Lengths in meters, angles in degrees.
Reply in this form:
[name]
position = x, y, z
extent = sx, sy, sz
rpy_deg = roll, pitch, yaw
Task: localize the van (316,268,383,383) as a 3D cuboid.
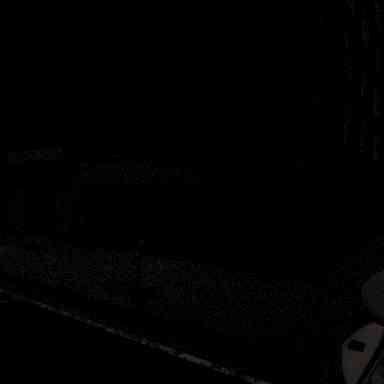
[van]
position = 2.479, 1.342, 1.181
extent = 3.998, 1.788, 1.690
rpy_deg = 0, 1, 35
